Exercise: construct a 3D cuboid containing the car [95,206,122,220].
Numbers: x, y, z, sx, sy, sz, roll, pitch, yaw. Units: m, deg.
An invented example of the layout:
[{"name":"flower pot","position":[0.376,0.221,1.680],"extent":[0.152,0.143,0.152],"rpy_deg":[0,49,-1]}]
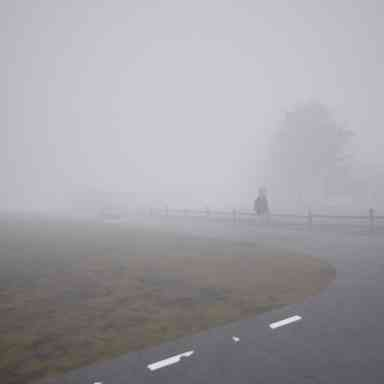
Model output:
[{"name":"car","position":[-9.727,2.442,38.440],"extent":[1.837,1.490,4.892],"rpy_deg":[0,0,-35]}]
